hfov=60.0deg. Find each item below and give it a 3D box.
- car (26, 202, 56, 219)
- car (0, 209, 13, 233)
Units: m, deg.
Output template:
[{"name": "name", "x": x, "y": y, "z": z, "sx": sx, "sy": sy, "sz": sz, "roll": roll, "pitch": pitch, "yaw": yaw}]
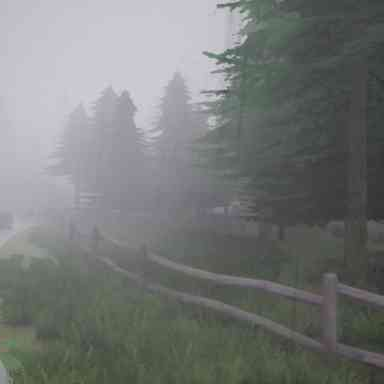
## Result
[{"name": "car", "x": -16.478, "y": 2.001, "z": 36.674, "sx": 2.097, "sy": 1.767, "sz": 4.553, "roll": 1, "pitch": -2, "yaw": -7}, {"name": "car", "x": -13.096, "y": 1.815, "z": 21.702, "sx": 2.128, "sy": 1.511, "sz": 4.902, "roll": 2, "pitch": -1, "yaw": -18}]
